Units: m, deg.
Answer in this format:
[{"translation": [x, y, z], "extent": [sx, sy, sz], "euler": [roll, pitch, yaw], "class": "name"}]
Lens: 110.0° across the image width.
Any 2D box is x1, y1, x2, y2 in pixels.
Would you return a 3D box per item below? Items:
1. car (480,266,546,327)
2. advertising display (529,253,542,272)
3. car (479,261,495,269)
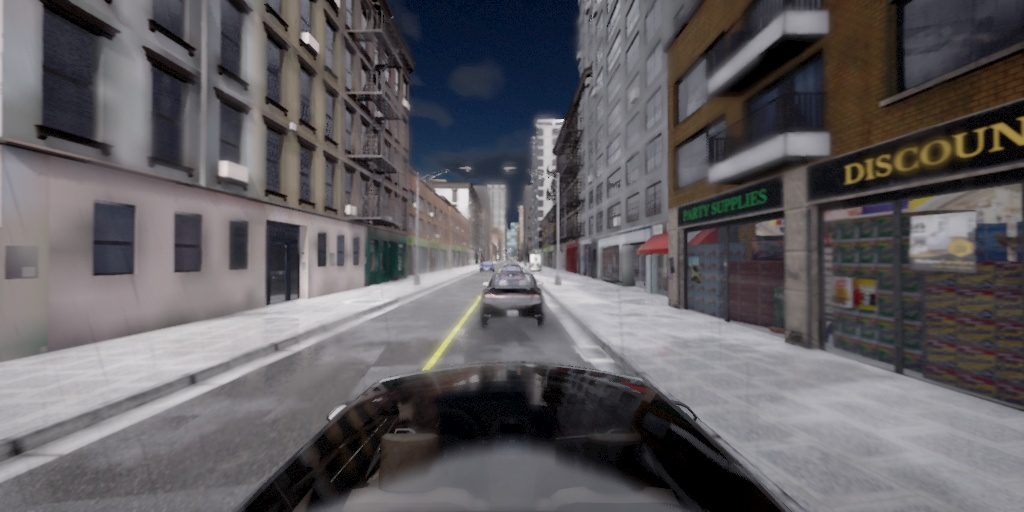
[{"translation": [0.030, 1.264, 11.646], "extent": [2.128, 1.511, 4.902], "euler": [0, 0, 0], "class": "car"}, {"translation": [2.988, 0.906, 45.409], "extent": [1.540, 2.440, 0.280], "euler": [0, 0, 0], "class": "advertising display"}, {"translation": [-3.241, 1.418, 47.642], "extent": [1.812, 1.442, 4.674], "euler": [0, 0, 0], "class": "car"}]
